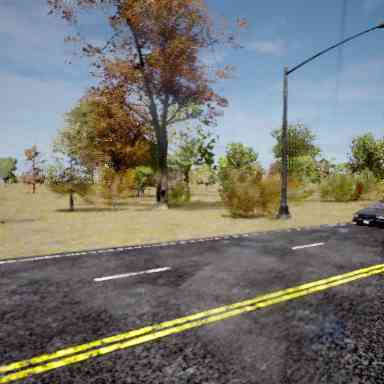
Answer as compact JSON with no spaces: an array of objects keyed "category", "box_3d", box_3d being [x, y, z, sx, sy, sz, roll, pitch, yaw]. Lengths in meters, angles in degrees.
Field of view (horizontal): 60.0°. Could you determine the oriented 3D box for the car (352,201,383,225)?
[{"category":"car","box_3d":[11.842,1.257,19.976,5.357,1.411,2.033,0,1,-35]}]
